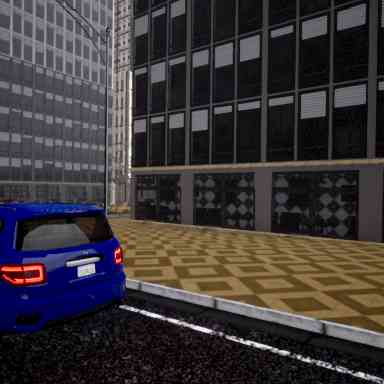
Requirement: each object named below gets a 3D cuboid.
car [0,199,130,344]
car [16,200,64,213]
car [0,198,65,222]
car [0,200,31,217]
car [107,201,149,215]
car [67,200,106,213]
[{"bbox_3d":[-3.716,1.218,6.333,5.566,2.045,2.150,0,0,35],"label":"car"},{"bbox_3d":[-17.659,1.643,38.916,1.752,1.417,4.829,1,0,36],"label":"car"},{"bbox_3d":[-14.162,1.519,29.541,2.192,1.841,5.009,1,0,36],"label":"car"},{"bbox_3d":[-18.860,1.616,32.917,1.837,1.490,4.892,1,0,36],"label":"car"},{"bbox_3d":[-7.364,1.830,38.752,1.752,1.417,4.829,1,0,36],"label":"car"},{"bbox_3d":[-12.948,1.762,40.937,1.994,1.385,4.181,1,0,36],"label":"car"}]
